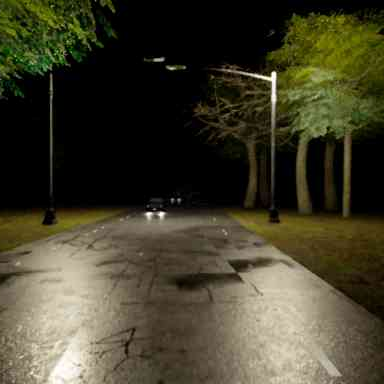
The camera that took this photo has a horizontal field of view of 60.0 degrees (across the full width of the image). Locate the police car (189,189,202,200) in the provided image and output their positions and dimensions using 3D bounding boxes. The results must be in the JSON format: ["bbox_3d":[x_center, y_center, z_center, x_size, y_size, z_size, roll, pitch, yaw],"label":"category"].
[{"bbox_3d":[0.947,0.731,67.003,1.930,1.638,5.238,0,1,0],"label":"police car"}]

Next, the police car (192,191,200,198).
[{"bbox_3d":[0.906,0.579,77.008,1.930,1.638,5.238,0,1,0],"label":"police car"}]

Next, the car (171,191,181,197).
[{"bbox_3d":[-3.637,0.421,75.578,1.812,1.442,4.674,0,1,0],"label":"car"}]

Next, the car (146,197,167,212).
[{"bbox_3d":[-3.649,1.255,35.005,2.033,1.411,5.357,0,1,0],"label":"car"}]
